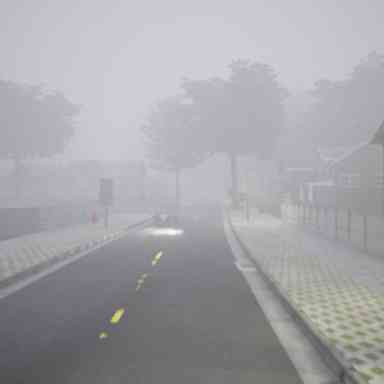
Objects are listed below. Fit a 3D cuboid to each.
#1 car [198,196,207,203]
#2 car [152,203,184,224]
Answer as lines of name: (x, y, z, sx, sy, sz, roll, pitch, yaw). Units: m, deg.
car: (2.235, 1.612, 71.445, 2.128, 1.511, 4.902, 0, 0, 5)
car: (-1.751, 1.598, 25.575, 2.128, 1.511, 4.902, 0, 0, 5)
